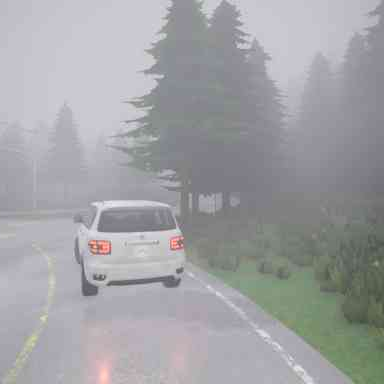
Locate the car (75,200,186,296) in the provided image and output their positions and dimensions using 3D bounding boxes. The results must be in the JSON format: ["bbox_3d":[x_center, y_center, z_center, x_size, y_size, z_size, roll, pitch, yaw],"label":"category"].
[{"bbox_3d":[-1.901,1.221,8.996,2.150,2.045,5.566,0,0,-20],"label":"car"}]
